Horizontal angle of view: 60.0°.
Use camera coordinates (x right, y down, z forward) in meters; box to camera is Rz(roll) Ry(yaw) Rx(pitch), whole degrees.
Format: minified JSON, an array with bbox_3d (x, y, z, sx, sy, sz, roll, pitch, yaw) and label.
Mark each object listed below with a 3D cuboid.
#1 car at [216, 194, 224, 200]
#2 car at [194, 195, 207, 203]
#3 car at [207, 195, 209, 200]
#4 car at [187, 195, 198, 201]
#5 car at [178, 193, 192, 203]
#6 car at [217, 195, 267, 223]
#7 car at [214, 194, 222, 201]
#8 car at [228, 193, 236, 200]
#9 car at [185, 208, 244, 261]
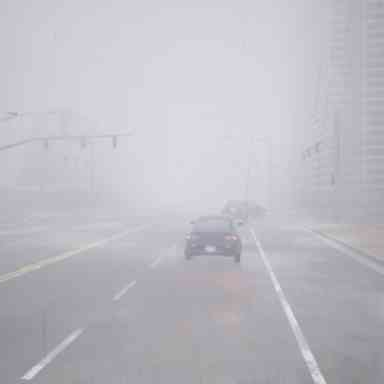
[{"bbox_3d":[7.866,1.409,94.006,2.128,1.511,4.902,0,0,7],"label":"car"},{"bbox_3d":[1.633,1.572,73.101,1.812,1.442,4.674,0,0,7],"label":"car"},{"bbox_3d":[3.639,1.541,88.614,1.837,1.490,4.892,0,0,7],"label":"car"},{"bbox_3d":[0.168,1.585,89.063,2.033,1.411,5.357,0,0,7],"label":"car"},{"bbox_3d":[-1.838,1.593,73.550,2.033,1.411,5.357,0,0,7],"label":"car"},{"bbox_3d":[4.116,1.364,25.823,2.097,1.767,4.553,0,0,33],"label":"car"},{"bbox_3d":[6.547,1.566,83.807,2.128,1.511,4.902,0,0,7],"label":"car"},{"bbox_3d":[11.333,1.234,93.528,2.097,1.767,4.553,0,0,7],"label":"car"},{"bbox_3d":[0.871,1.532,12.244,1.812,1.442,4.674,0,0,8],"label":"car"}]
